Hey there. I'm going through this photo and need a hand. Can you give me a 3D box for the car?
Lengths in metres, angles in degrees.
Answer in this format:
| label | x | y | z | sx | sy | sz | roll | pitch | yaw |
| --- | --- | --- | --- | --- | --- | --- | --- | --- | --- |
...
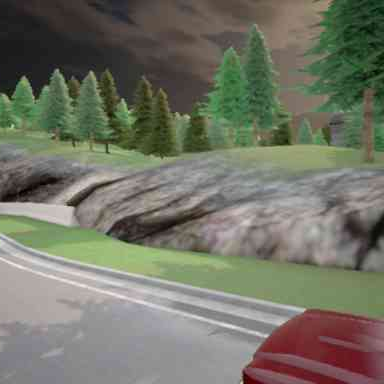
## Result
| label | x | y | z | sx | sy | sz | roll | pitch | yaw |
| --- | --- | --- | --- | --- | --- | --- | --- | --- | --- |
| car | 2.655 | 1.600 | 2.113 | 4.718 | 1.301 | 1.895 | 0 | 0 | 36 |
